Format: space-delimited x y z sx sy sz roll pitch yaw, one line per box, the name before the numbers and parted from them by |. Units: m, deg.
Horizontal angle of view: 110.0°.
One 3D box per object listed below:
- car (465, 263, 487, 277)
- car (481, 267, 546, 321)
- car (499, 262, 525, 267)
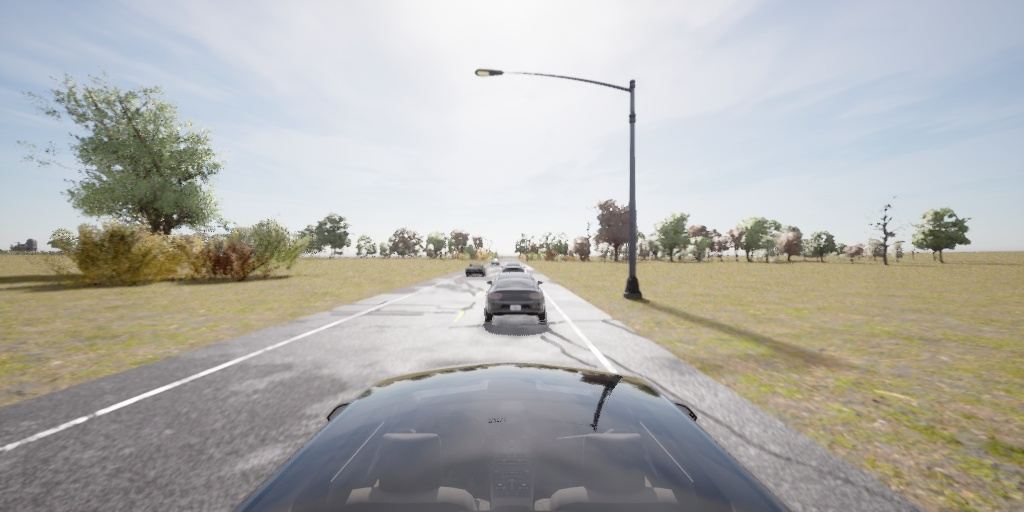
car | -3.584 1.365 36.080 1.895 1.301 4.718 0 0 0
car | 0.104 1.281 12.310 1.812 1.442 4.674 0 0 0
car | 0.109 1.267 30.391 1.837 1.490 4.892 0 0 0
